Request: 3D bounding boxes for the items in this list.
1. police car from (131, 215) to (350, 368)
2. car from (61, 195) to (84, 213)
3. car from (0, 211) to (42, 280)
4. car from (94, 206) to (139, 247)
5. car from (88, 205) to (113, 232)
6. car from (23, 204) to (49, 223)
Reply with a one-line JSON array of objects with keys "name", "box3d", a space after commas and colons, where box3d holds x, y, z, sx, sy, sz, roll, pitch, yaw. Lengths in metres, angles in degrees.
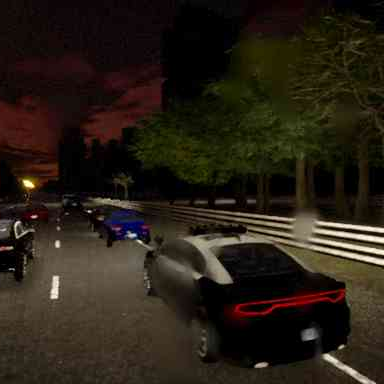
[{"name": "police car", "box3d": [0.403, 1.434, 6.213, 1.930, 1.638, 5.238, 0, 0, -21]}, {"name": "car", "box3d": [-14.492, 1.546, 40.665, 2.097, 1.767, 4.553, 0, 0, -22]}, {"name": "car", "box3d": [-5.772, 1.565, 9.742, 2.128, 1.511, 4.902, 0, 0, -22]}, {"name": "car", "box3d": [-3.237, 1.586, 15.457, 1.812, 1.442, 4.674, 0, 0, -22]}, {"name": "car", "box3d": [-5.467, 1.568, 21.056, 1.882, 1.535, 5.008, 0, 0, -22]}, {"name": "car", "box3d": [-12.510, 1.688, 26.635, 1.812, 1.442, 4.674, 0, 0, -22]}]
